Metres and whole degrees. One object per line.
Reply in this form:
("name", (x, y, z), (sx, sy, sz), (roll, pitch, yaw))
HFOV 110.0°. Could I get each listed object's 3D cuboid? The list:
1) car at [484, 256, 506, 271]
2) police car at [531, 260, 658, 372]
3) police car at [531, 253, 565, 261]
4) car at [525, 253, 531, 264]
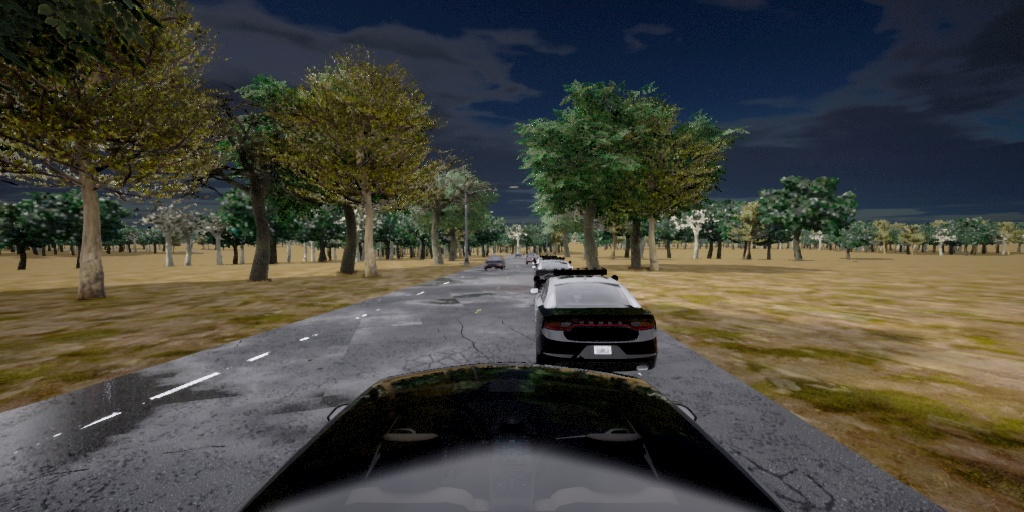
("car", (-1.609, 0.719, 35.815), (2.033, 1.411, 5.357), (0, 1, 3))
("police car", (1.429, 1.070, 7.653), (1.930, 1.638, 5.238), (-1, 1, 3))
("police car", (2.020, 0.851, 17.644), (1.930, 1.638, 5.238), (1, 1, 3))
("car", (2.894, 0.433, 50.510), (2.033, 1.411, 5.357), (0, 1, 3))
